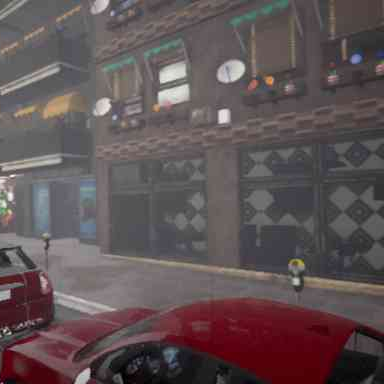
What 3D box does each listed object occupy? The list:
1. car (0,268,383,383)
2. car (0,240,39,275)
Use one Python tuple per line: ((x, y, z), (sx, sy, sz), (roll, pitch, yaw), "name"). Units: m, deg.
((0.223, 1.558, 2.583), (4.507, 1.381, 1.887), (-1, -2, 36), "car")
((-4.276, 1.512, 5.803), (4.097, 1.590, 1.967), (-1, -2, 36), "car")
